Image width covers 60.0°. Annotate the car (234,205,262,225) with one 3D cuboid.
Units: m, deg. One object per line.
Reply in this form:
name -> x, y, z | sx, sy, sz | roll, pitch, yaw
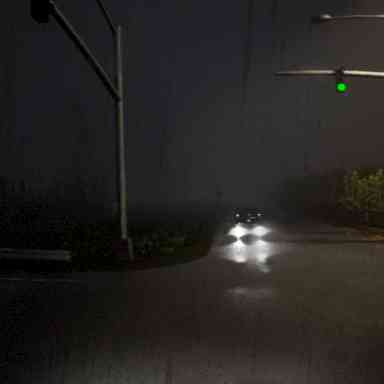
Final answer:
car -> 4.069, 1.634, 24.629 | 1.895, 1.301, 4.718 | -2, 0, 7
